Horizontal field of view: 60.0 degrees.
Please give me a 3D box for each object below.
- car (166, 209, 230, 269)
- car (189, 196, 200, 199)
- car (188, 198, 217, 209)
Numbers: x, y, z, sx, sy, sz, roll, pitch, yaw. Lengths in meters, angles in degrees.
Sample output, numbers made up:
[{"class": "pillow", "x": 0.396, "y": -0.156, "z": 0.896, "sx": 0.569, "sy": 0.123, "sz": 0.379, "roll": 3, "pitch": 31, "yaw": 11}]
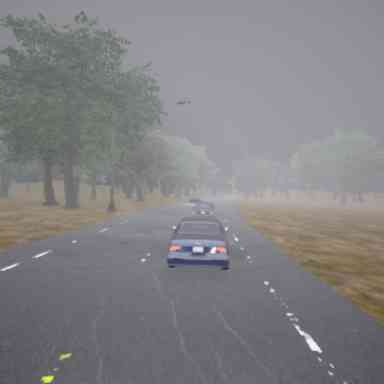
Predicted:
[{"class": "car", "x": 0.257, "y": 1.531, "z": 11.132, "sx": 2.033, "sy": 1.411, "sz": 5.357, "roll": 1, "pitch": 0, "yaw": 2}, {"class": "car", "x": 0.538, "y": 1.390, "z": 59.806, "sx": 1.895, "sy": 1.301, "sz": 4.718, "roll": 2, "pitch": 0, "yaw": 8}, {"class": "car", "x": 0.936, "y": 1.492, "z": 26.084, "sx": 2.033, "sy": 1.411, "sz": 5.357, "roll": 1, "pitch": 0, "yaw": 4}]
